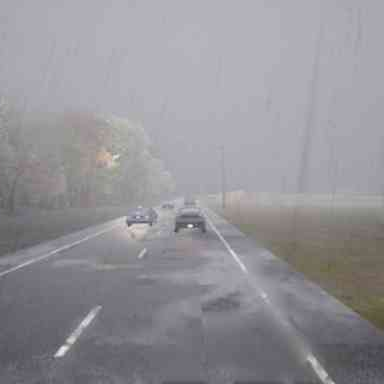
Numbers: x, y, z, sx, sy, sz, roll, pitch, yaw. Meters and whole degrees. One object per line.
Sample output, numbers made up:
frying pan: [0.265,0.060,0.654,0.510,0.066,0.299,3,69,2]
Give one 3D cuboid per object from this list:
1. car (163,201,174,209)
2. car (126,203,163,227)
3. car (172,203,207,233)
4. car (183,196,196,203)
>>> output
car: [-3.853,2.100,54.583,1.895,1.301,4.718,0,0,0]
car: [-3.651,1.779,24.941,2.033,1.411,5.357,0,-1,0]
car: [-0.128,1.709,21.359,1.837,1.490,4.892,0,-1,0]
car: [-0.395,1.780,60.709,2.150,2.045,5.566,0,-1,0]
